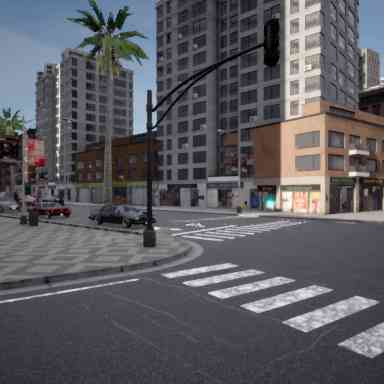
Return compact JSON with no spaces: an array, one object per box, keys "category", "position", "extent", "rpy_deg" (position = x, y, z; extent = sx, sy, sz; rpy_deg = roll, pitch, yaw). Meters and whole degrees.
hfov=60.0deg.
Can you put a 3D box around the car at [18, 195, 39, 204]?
[{"category":"car","position":[-28.251,1.270,57.286],"extent":[1.837,1.490,4.892],"rpy_deg":[0,0,-44]}]

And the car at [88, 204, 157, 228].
[{"category":"car","position":[-4.818,1.523,22.387],"extent":[5.357,1.411,2.033],"rpy_deg":[0,0,40]}]

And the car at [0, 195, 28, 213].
[{"category":"car","position":[-19.931,1.386,35.610],"extent":[4.902,1.511,2.128],"rpy_deg":[0,0,43]}]

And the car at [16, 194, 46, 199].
[{"category":"car","position":[-23.199,1.361,47.806],"extent":[4.674,1.442,1.812],"rpy_deg":[0,0,45]}]

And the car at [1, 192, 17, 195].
[{"category":"car","position":[-30.291,0.991,54.724],"extent":[2.150,2.045,5.566],"rpy_deg":[0,0,-44]}]

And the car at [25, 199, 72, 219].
[{"category":"car","position":[-12.386,1.537,28.836],"extent":[4.718,1.301,1.895],"rpy_deg":[0,0,41]}]

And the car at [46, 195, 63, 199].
[{"category":"car","position":[-21.207,1.184,50.404],"extent":[4.553,1.767,2.097],"rpy_deg":[0,0,45]}]
